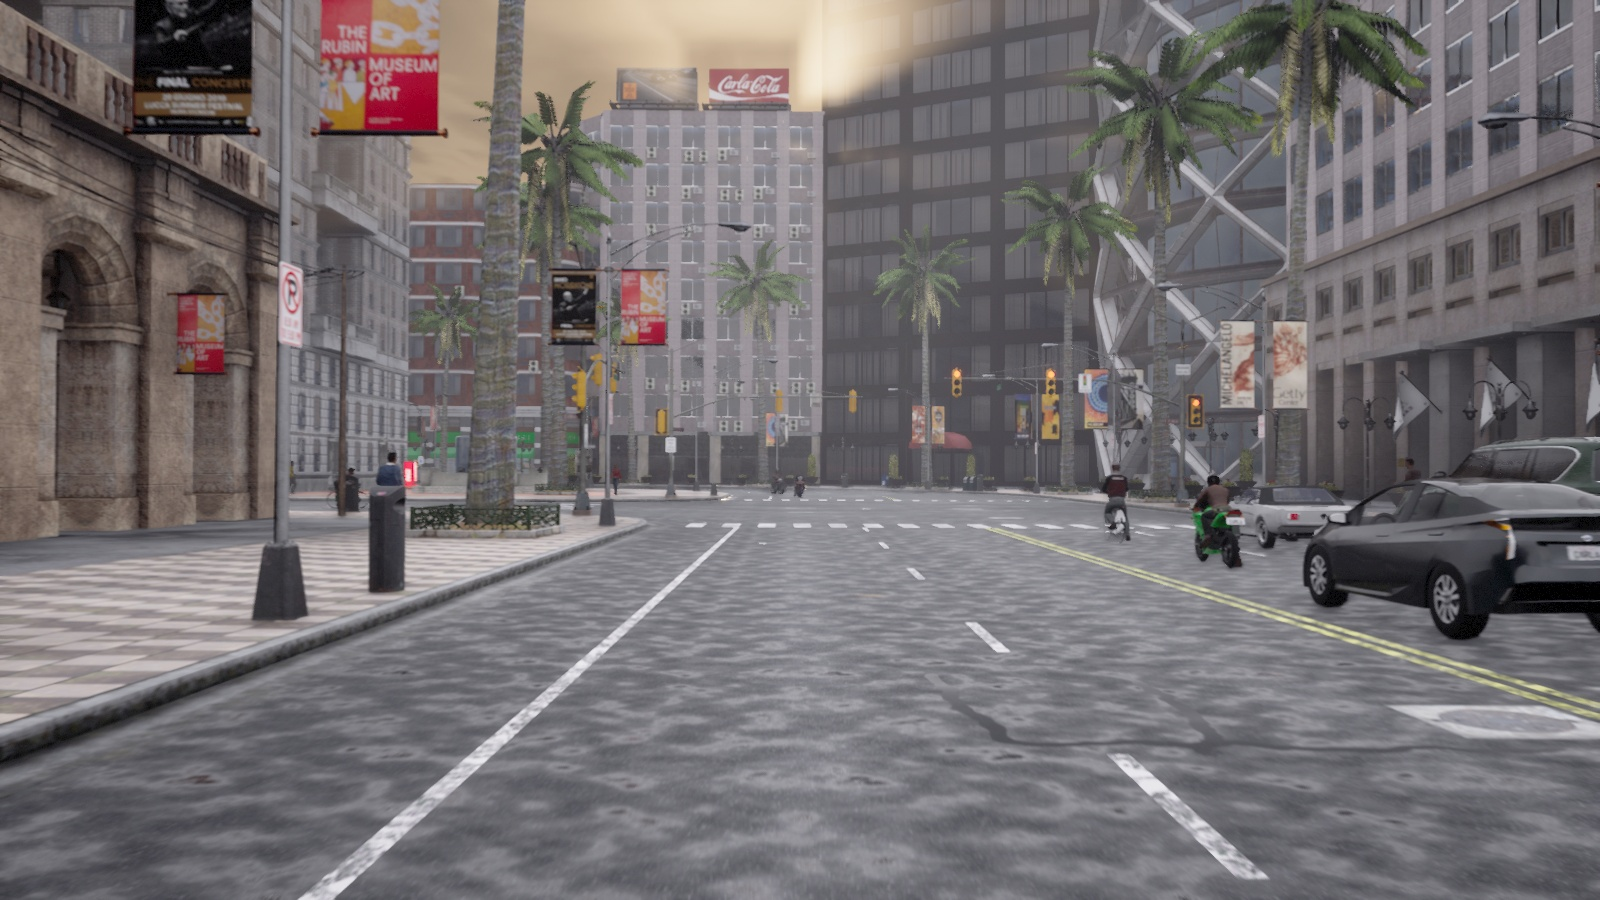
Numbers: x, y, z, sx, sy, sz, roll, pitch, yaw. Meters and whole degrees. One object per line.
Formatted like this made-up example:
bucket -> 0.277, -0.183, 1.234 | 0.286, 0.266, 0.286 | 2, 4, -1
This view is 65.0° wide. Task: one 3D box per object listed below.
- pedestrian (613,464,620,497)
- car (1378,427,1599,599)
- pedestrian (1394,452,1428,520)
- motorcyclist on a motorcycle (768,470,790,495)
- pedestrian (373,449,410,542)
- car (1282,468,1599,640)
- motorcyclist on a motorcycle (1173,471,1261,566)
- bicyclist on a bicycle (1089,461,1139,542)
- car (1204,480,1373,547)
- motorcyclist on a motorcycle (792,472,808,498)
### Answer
pedestrian -> -10.159, 1.675, 69.517 | 0.331, 1.846, 0.636 | 0, -1, -1
car -> 10.535, 0.789, 17.725 | 2.150, 2.045, 5.566 | 0, -1, 0
pedestrian -> 16.674, 0.980, 34.294 | 0.431, 1.840, 0.703 | 0, -1, -24
motorcyclist on a motorcycle -> -1.421, 2.187, 84.587 | 0.766, 1.649, 2.350 | 0, -1, -19
pedestrian -> -8.708, 0.954, 26.784 | 0.423, 1.949, 0.788 | 0, -1, 9
car -> 7.028, 0.959, 13.417 | 2.007, 1.525, 4.514 | 0, -1, 0
motorcyclist on a motorcycle -> 7.034, 1.126, 21.278 | 0.797, 1.523, 2.044 | 0, -1, 0
bicyclist on a bicycle -> 7.042, 1.130, 28.239 | 0.659, 1.776, 1.843 | 0, -1, 0
car -> 10.527, 1.334, 27.483 | 1.895, 1.301, 4.718 | 0, -1, 1
motorcyclist on a motorcycle -> 0.009, 2.129, 76.393 | 0.866, 1.530, 2.191 | 0, -1, -3
